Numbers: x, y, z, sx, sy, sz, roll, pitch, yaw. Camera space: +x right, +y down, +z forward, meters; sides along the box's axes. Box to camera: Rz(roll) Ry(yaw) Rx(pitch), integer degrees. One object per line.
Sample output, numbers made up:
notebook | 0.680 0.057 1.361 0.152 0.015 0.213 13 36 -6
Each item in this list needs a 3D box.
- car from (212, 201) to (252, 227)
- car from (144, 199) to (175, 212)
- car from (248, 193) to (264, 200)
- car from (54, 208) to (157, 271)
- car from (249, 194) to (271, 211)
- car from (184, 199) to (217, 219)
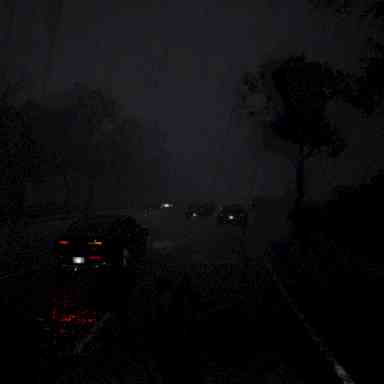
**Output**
car | 2.836 1.549 22.643 1.994 1.385 4.181 0 0 12
car | -3.680 1.479 39.041 2.033 1.411 5.357 0 0 20
car | 14.423 1.037 75.204 1.882 1.535 5.008 0 0 31
car | -2.647 1.485 10.893 1.837 1.490 4.892 0 0 6
car | 8.391 1.336 40.586 2.097 1.767 4.553 0 0 21
car | 0.807 1.568 29.256 1.895 1.301 4.718 0 0 15
